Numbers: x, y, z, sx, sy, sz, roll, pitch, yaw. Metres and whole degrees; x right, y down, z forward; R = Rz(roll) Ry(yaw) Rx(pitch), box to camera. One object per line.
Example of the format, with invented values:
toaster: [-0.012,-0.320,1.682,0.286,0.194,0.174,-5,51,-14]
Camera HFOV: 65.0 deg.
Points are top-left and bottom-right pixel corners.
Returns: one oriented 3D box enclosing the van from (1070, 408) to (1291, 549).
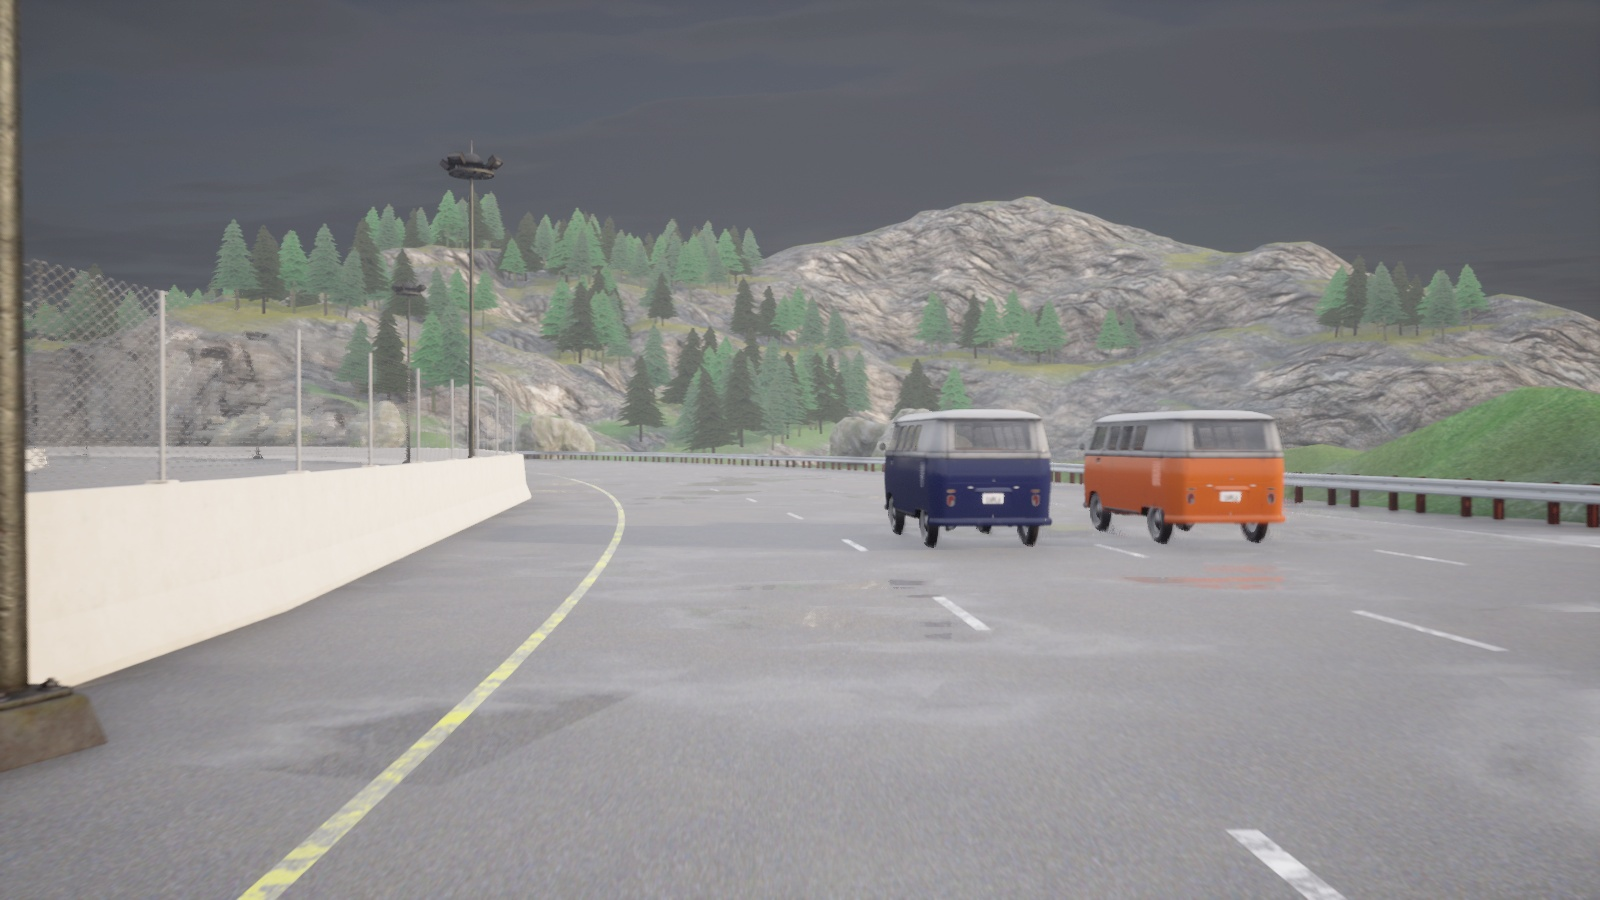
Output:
van: [5.879,0.389,20.016,1.775,1.987,4.442,0,0,-6]

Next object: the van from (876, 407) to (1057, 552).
van: [2.420,0.391,19.445,1.775,1.987,4.442,0,0,-6]
